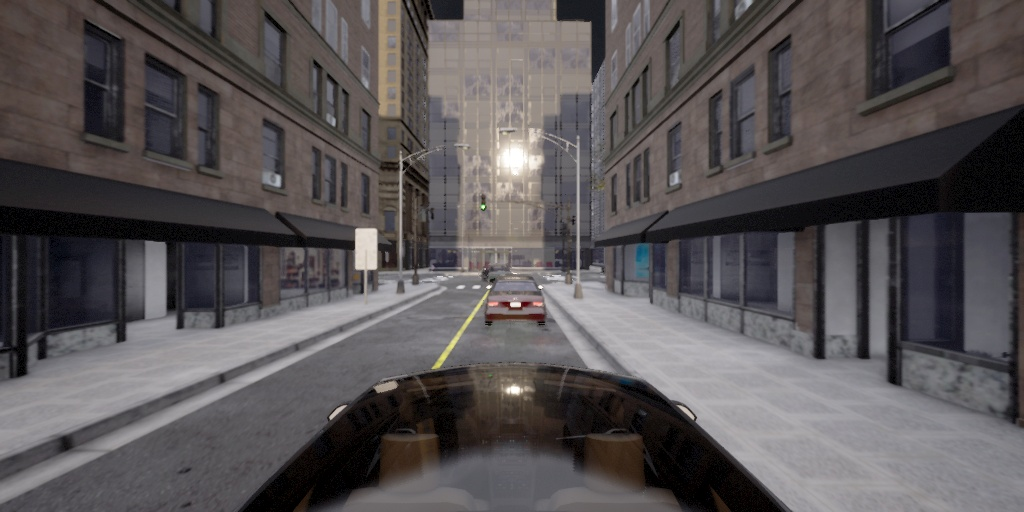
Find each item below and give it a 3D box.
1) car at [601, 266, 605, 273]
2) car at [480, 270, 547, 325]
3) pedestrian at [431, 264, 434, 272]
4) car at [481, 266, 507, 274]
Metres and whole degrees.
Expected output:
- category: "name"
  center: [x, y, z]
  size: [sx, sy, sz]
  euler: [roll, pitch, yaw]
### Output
- category: "car"
  center: [12.315, 1.326, 39.642]
  size: [4.892, 1.490, 1.837]
  euler: [0, 0, -1]
- category: "car"
  center: [0.097, 1.354, 12.065]
  size: [2.033, 1.411, 5.357]
  euler: [0, 0, 0]
- category: "pedestrian"
  center: [-9.716, 1.525, 43.700]
  size: [0.500, 1.100, 0.500]
  euler: [0, 0, 0]
- category: "car"
  center: [-1.374, 1.482, 30.025]
  size: [1.994, 1.385, 4.181]
  euler: [0, 0, -17]
